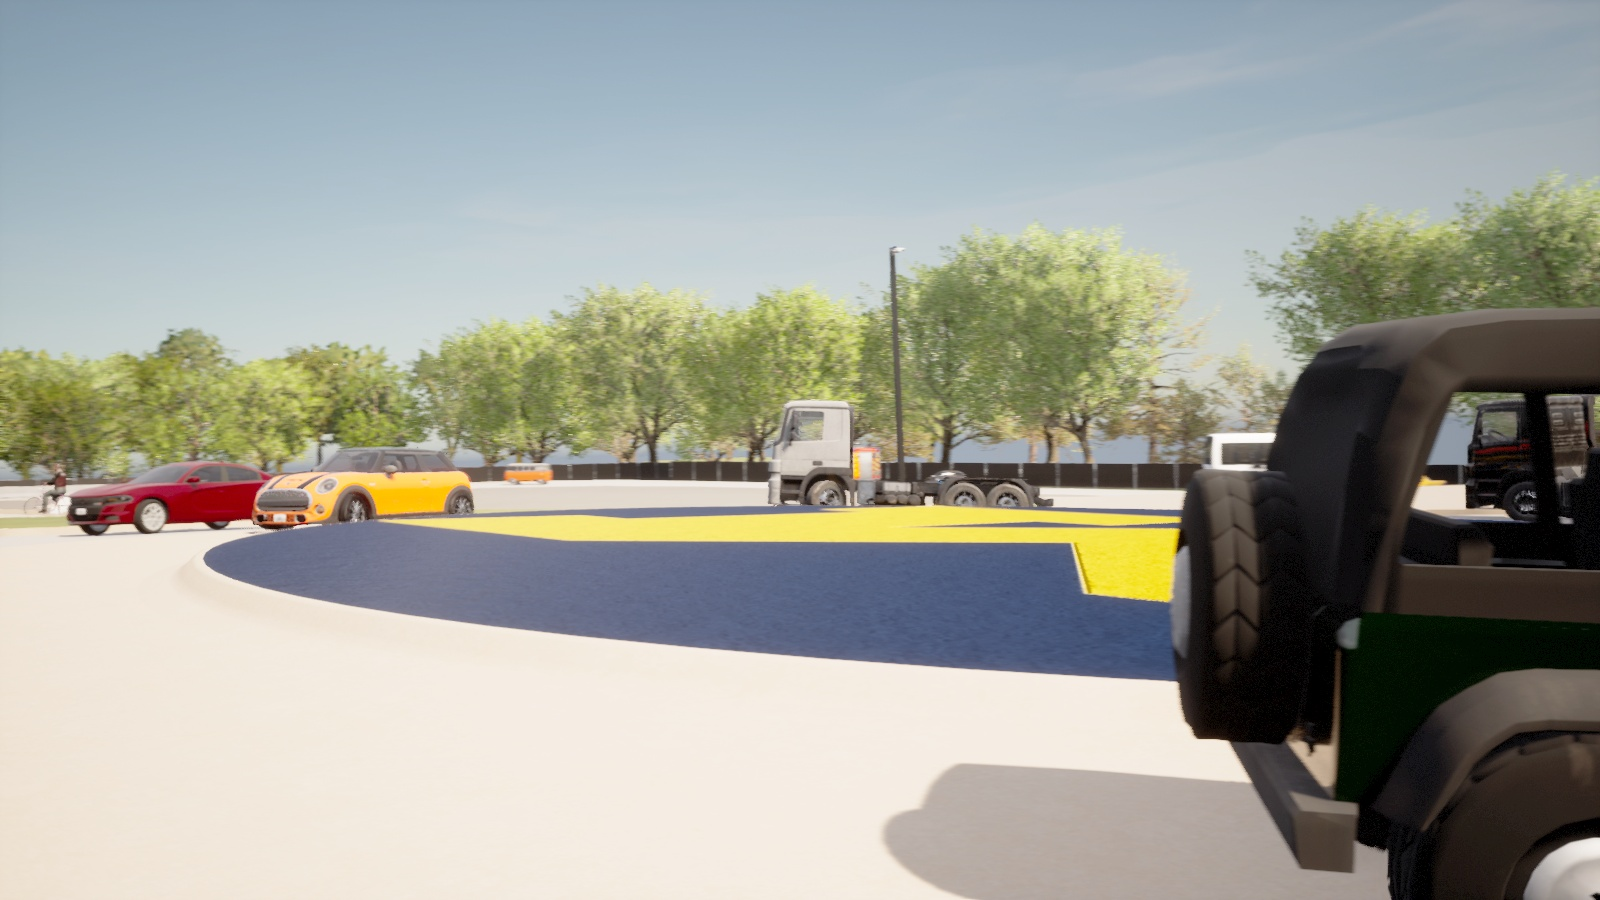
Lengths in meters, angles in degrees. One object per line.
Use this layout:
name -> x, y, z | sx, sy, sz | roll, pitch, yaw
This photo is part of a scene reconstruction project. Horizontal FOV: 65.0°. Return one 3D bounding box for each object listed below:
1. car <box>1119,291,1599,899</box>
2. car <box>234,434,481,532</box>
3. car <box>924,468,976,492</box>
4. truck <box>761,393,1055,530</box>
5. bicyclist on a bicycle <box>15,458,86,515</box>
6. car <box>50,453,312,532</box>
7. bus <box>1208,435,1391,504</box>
car -> 3.029, 0.580, 3.706 | 3.866, 1.878, 1.905 | 2, 2, 10
car -> -8.740, 0.668, 25.264 | 2.097, 1.767, 4.553 | -1, -2, 25
car -> 11.341, 2.277, 95.361 | 2.152, 1.651, 5.027 | 0, 1, -17
truck -> 3.013, 0.395, 35.981 | 7.936, 3.462, 2.891 | 2, -4, 2
bicyclist on a bicycle -> -23.702, 1.154, 39.735 | 1.843, 1.776, 0.659 | 1, -1, 4
car -> -13.194, 0.901, 27.161 | 1.882, 1.535, 5.008 | -2, -2, 25
bus -> 32.011, 1.240, 80.980 | 10.273, 4.253, 3.944 | 0, 1, 7
